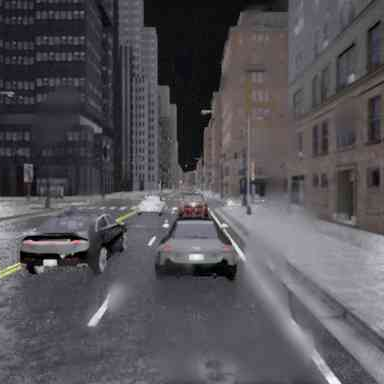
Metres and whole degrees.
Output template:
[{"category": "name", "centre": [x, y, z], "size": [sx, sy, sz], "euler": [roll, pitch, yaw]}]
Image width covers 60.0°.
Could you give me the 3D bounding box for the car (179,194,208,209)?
[{"category": "car", "centre": [0.099, 0.893, 25.387], "size": [2.097, 1.767, 4.553], "euler": [0, 1, 0]}]

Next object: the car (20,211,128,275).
[{"category": "car", "centre": [-3.151, 1.312, 9.810], "size": [2.128, 1.511, 4.902], "euler": [0, 1, 0]}]

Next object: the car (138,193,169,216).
[{"category": "car", "centre": [-3.132, 1.046, 26.560], "size": [1.812, 1.442, 4.674], "euler": [0, 1, 0]}]

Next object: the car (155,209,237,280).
[{"category": "car", "centre": [0.098, 1.391, 9.442], "size": [1.994, 1.385, 4.181], "euler": [0, 1, 0]}]

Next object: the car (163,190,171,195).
[{"category": "car", "centre": [-6.499, 0.077, 85.880], "size": [1.895, 1.301, 4.718], "euler": [0, 1, 0]}]
